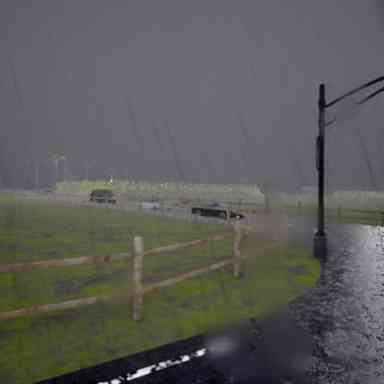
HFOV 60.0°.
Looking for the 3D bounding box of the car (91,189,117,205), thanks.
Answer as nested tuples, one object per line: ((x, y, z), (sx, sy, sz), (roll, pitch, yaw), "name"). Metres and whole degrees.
((-12.246, 0.628, 45.992), (2.150, 2.045, 5.566), (1, 1, -35), "car")

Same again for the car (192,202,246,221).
((2.057, 1.460, 25.883), (1.895, 1.301, 4.718), (1, 0, -35), "car")

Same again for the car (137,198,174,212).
((-3.776, 1.277, 34.064), (1.895, 1.301, 4.718), (1, 0, -35), "car")
